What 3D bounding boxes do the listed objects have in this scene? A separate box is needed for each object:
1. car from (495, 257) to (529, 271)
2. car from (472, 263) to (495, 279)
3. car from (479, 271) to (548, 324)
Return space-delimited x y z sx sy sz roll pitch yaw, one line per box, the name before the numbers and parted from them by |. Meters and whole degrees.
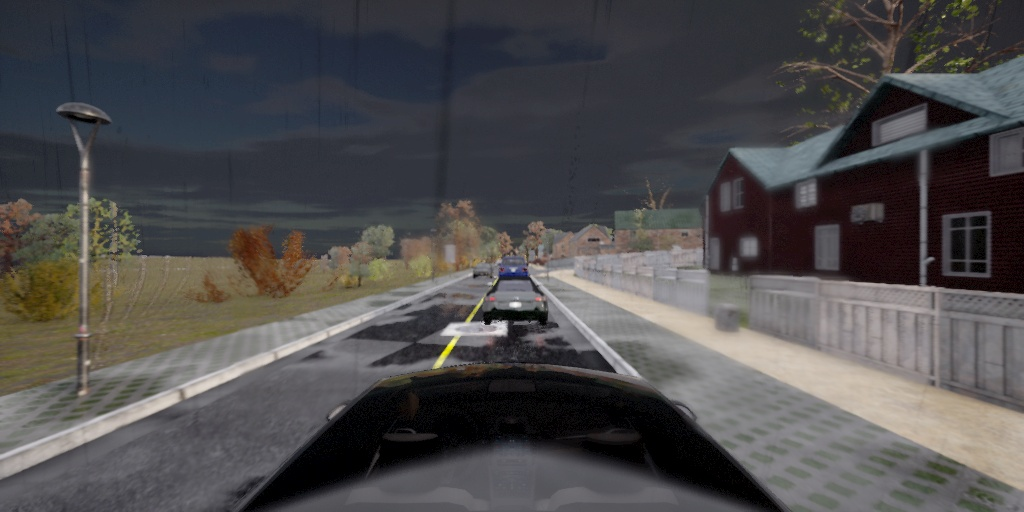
car | 0.101 1.086 27.008 2.150 2.045 5.566 0 0 0
car | -2.749 1.413 35.037 1.837 1.490 4.892 0 -1 0
car | 0.098 1.360 12.156 1.994 1.385 4.181 0 0 0
